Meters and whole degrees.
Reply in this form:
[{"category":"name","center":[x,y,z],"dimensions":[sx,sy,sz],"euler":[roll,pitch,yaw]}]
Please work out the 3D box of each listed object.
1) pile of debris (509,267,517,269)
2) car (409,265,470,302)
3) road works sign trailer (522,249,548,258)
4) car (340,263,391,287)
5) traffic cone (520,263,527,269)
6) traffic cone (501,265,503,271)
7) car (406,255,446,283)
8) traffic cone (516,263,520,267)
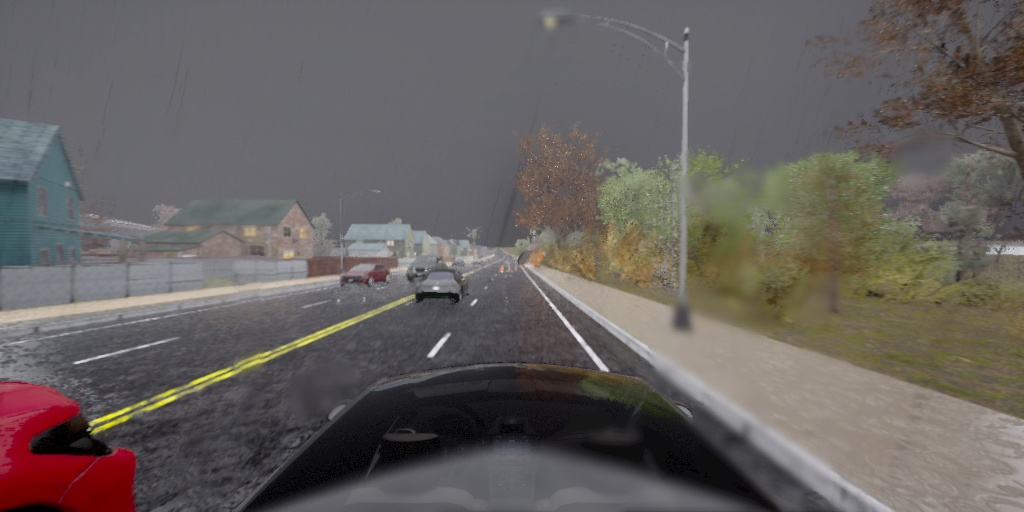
[{"category":"pile of debris","center":[-0.005,1.884,47.055],"dimensions":[1.860,0.140,1.500],"euler":[0,0,0]},{"category":"car","center":[-3.151,1.310,16.917],"dimensions":[1.994,1.385,4.181],"euler":[0,0,0]},{"category":"road works sign trailer","center":[3.471,-1.789,48.160],"dimensions":[2.380,3.560,2.880],"euler":[0,0,44]},{"category":"car","center":[-9.843,1.219,24.383],"dimensions":[1.882,1.535,5.008],"euler":[0,0,0]},{"category":"traffic cone","center":[1.615,1.666,53.048],"dimensions":[0.340,0.580,0.340],"euler":[0,0,0]},{"category":"traffic cone","center":[-1.383,1.673,47.048],"dimensions":[0.340,0.580,0.340],"euler":[0,0,0]},{"category":"car","center":[-6.589,0.960,28.315],"dimensions":[2.150,2.045,5.566],"euler":[0,0,0]},{"category":"traffic cone","center":[0.615,1.666,53.049],"dimensions":[0.340,0.580,0.340],"euler":[0,0,0]}]
